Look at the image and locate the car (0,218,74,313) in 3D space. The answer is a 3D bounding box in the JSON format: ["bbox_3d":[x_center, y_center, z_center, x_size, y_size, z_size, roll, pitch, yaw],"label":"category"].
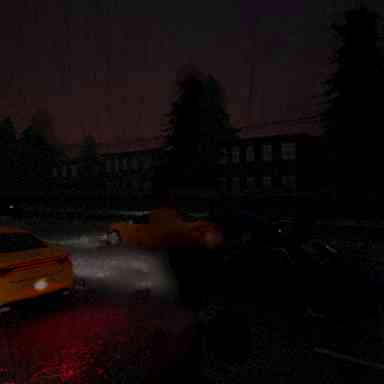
[{"bbox_3d":[-4.698,1.511,7.342,5.008,1.535,1.882,0,0,35],"label":"car"}]

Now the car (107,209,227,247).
[{"bbox_3d":[-1.340,1.516,13.547,5.008,1.535,1.882,0,0,36],"label":"car"}]

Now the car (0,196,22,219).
[{"bbox_3d":[-17.146,1.355,29.121,5.566,2.045,2.150,0,0,36],"label":"car"}]

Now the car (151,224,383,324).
[{"bbox_3d":[1.563,1.613,7.176,4.718,1.301,1.895,0,0,36],"label":"car"}]

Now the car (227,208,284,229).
[{"bbox_3d":[1.744,1.509,15.645,5.008,1.535,1.882,0,0,36],"label":"car"}]
